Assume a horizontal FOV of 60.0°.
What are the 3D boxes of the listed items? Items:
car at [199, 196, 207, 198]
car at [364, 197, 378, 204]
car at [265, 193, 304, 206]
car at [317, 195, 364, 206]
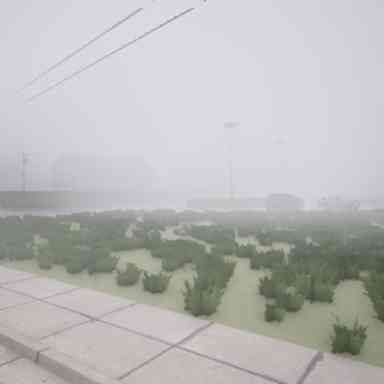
[{"bbox_3d":[2.327,1.479,57.135,1.812,1.442,4.674,0,0,35],"label":"car"},{"bbox_3d":[30.207,1.506,58.162,3.905,1.438,1.784,0,0,35],"label":"car"},{"bbox_3d":[10.941,1.200,39.132,5.566,2.045,2.150,0,1,-40],"label":"car"},{"bbox_3d":[17.462,1.296,39.643,4.605,1.855,1.932,0,0,35],"label":"car"}]
